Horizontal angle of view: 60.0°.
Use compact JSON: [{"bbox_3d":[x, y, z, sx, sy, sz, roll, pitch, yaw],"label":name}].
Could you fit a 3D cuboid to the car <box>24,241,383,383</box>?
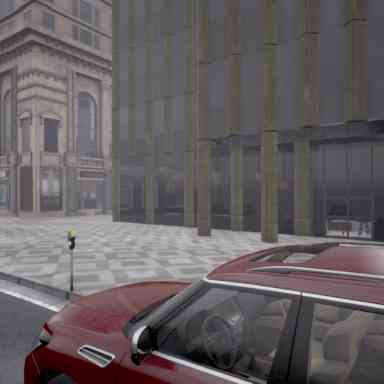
[{"bbox_3d":[0.897,1.315,2.333,5.009,1.841,2.192,0,0,36],"label":"car"}]
